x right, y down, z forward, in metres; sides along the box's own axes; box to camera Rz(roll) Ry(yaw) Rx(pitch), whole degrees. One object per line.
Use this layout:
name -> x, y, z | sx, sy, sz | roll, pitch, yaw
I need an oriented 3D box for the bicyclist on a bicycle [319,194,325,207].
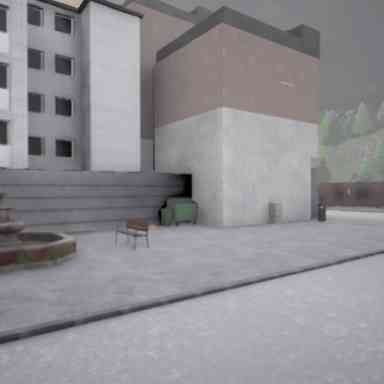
bicyclist on a bicycle -> 15.721, 1.100, 40.513 | 1.656, 1.620, 0.582 | -1, 0, -35
